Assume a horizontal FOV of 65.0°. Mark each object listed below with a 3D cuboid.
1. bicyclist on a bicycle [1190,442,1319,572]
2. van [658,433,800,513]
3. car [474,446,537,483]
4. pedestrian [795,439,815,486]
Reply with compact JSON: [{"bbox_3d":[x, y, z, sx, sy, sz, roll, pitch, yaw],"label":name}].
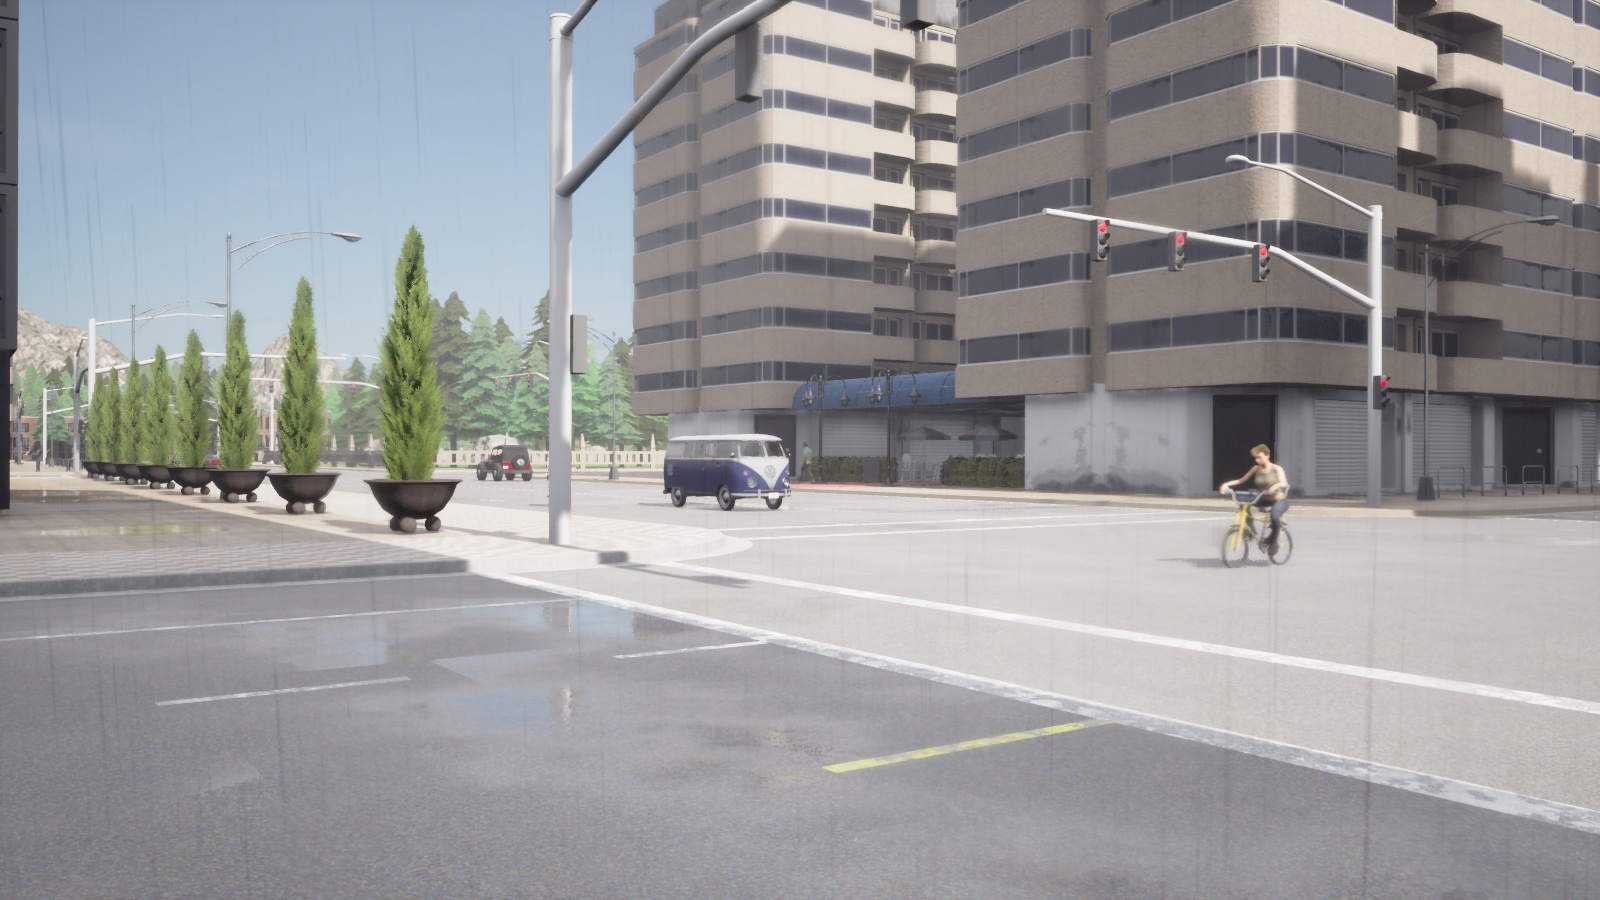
[{"bbox_3d":[5.931,0.709,16.392,1.509,1.612,0.866,0,0,-35],"label":"bicyclist on a bicycle"},{"bbox_3d":[-1.986,0.584,33.753,1.775,1.987,4.442,0,0,-35],"label":"van"},{"bbox_3d":[-15.399,0.734,65.583,1.905,1.878,3.866,0,0,-34],"label":"car"},{"bbox_3d":[0.213,0.506,52.701,0.423,1.949,0.788,0,0,-37],"label":"pedestrian"}]
